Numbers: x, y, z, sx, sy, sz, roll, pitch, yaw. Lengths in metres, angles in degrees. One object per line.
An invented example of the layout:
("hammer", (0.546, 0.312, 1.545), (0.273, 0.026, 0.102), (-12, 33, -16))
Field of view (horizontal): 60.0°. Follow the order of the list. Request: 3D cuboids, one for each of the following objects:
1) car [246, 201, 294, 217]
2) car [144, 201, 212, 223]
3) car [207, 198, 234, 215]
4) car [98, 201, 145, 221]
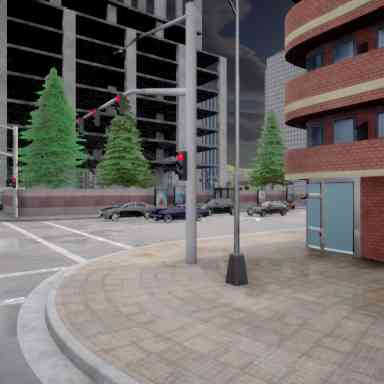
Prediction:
("car", (7.364, 1.581, 32.248), (4.674, 1.442, 1.812), (0, 0, -35))
("car", (-1.021, 1.656, 26.332), (4.718, 1.301, 1.895), (0, 0, -35))
("car", (2.207, 1.407, 32.896), (4.553, 1.767, 2.097), (0, 0, -35))
("car", (-5.283, 1.547, 27.608), (4.902, 1.511, 2.128), (0, 0, -35))
